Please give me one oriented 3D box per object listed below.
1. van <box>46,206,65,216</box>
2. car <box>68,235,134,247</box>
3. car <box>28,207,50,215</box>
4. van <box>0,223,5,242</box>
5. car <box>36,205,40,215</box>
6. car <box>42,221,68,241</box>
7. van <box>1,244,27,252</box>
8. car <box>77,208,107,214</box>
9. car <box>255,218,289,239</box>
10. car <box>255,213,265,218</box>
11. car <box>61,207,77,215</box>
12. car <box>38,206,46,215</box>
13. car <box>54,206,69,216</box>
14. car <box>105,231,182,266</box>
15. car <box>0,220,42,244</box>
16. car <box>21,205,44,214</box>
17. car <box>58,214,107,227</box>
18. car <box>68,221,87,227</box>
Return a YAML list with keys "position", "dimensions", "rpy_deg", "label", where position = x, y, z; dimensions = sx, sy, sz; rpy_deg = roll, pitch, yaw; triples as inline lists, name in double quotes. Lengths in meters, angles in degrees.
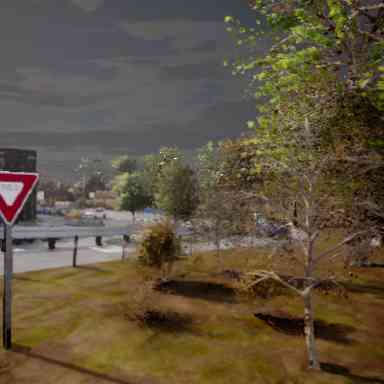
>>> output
- position: [-27.502, 4.004, 69.347]
  dimensions: [1.878, 1.987, 4.442]
  rpy_deg: [1, 1, 19]
  label: "van"
- position: [-5.765, 4.439, 24.276]
  dimensions: [5.566, 2.045, 2.435]
  rpy_deg: [1, 1, 17]
  label: "car"
- position: [-34.492, 4.178, 75.111]
  dimensions: [2.002, 1.452, 4.674]
  rpy_deg: [0, 1, 19]
  label: "car"
- position: [-20.985, 4.290, 32.415]
  dimensions: [4.442, 1.987, 1.878]
  rpy_deg: [0, 0, 17]
  label: "van"
- position: [-32.168, 4.043, 73.198]
  dimensions: [2.185, 1.767, 4.553]
  rpy_deg: [0, 1, 19]
  label: "car"
- position: [-17.258, 4.263, 37.090]
  dimensions: [5.566, 2.045, 2.435]
  rpy_deg: [0, 0, 17]
  label: "car"
- position: [-9.287, 4.469, 19.440]
  dimensions: [4.442, 1.987, 1.878]
  rpy_deg: [1, 1, 17]
  label: "van"
- position: [-18.088, 4.099, 61.920]
  dimensions: [2.435, 2.045, 5.566]
  rpy_deg: [1, 1, 19]
  label: "car"
- position: [7.153, 3.365, 29.672]
  dimensions: [1.812, 1.442, 4.674]
  rpy_deg: [1, -4, 36]
  label: "car"
- position: [9.039, 4.257, 50.411]
  dimensions: [2.150, 2.045, 5.566]
  rpy_deg: [0, -1, -23]
  label: "car"
- position: [-22.723, 4.283, 65.882]
  dimensions: [1.946, 1.575, 5.366]
  rpy_deg: [0, 1, 19]
  label: "car"
- position: [-29.804, 4.198, 71.349]
  dimensions: [2.097, 1.535, 5.008]
  rpy_deg: [1, 1, 19]
  label: "car"
- position: [-25.132, 4.298, 67.581]
  dimensions: [2.002, 1.452, 4.674]
  rpy_deg: [0, 1, 19]
  label: "car"
- position: [-3.879, 4.440, 26.686]
  dimensions: [5.566, 2.045, 2.435]
  rpy_deg: [1, 1, 17]
  label: "car"
- position: [-19.052, 4.264, 34.736]
  dimensions: [5.566, 2.045, 2.435]
  rpy_deg: [0, 0, 17]
  label: "car"
- position: [-36.813, 3.983, 77.023]
  dimensions: [2.185, 1.767, 4.553]
  rpy_deg: [1, 1, 19]
  label: "car"
- position: [-13.730, 4.262, 41.799]
  dimensions: [5.566, 2.045, 2.435]
  rpy_deg: [0, 0, 17]
  label: "car"
- position: [-15.467, 4.543, 39.455]
  dimensions: [4.792, 1.488, 2.163]
  rpy_deg: [0, 0, 17]
  label: "car"
